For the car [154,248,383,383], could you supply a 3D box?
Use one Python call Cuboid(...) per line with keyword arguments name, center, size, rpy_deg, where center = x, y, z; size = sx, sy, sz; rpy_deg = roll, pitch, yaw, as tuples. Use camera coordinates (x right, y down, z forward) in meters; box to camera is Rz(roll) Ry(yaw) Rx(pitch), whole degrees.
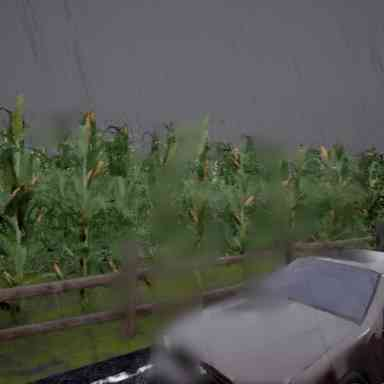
Cuboid(name="car", center=(2.224, 1.539, 4.472), size=(5.357, 1.411, 2.033), rpy_deg=(0, 0, -34))
